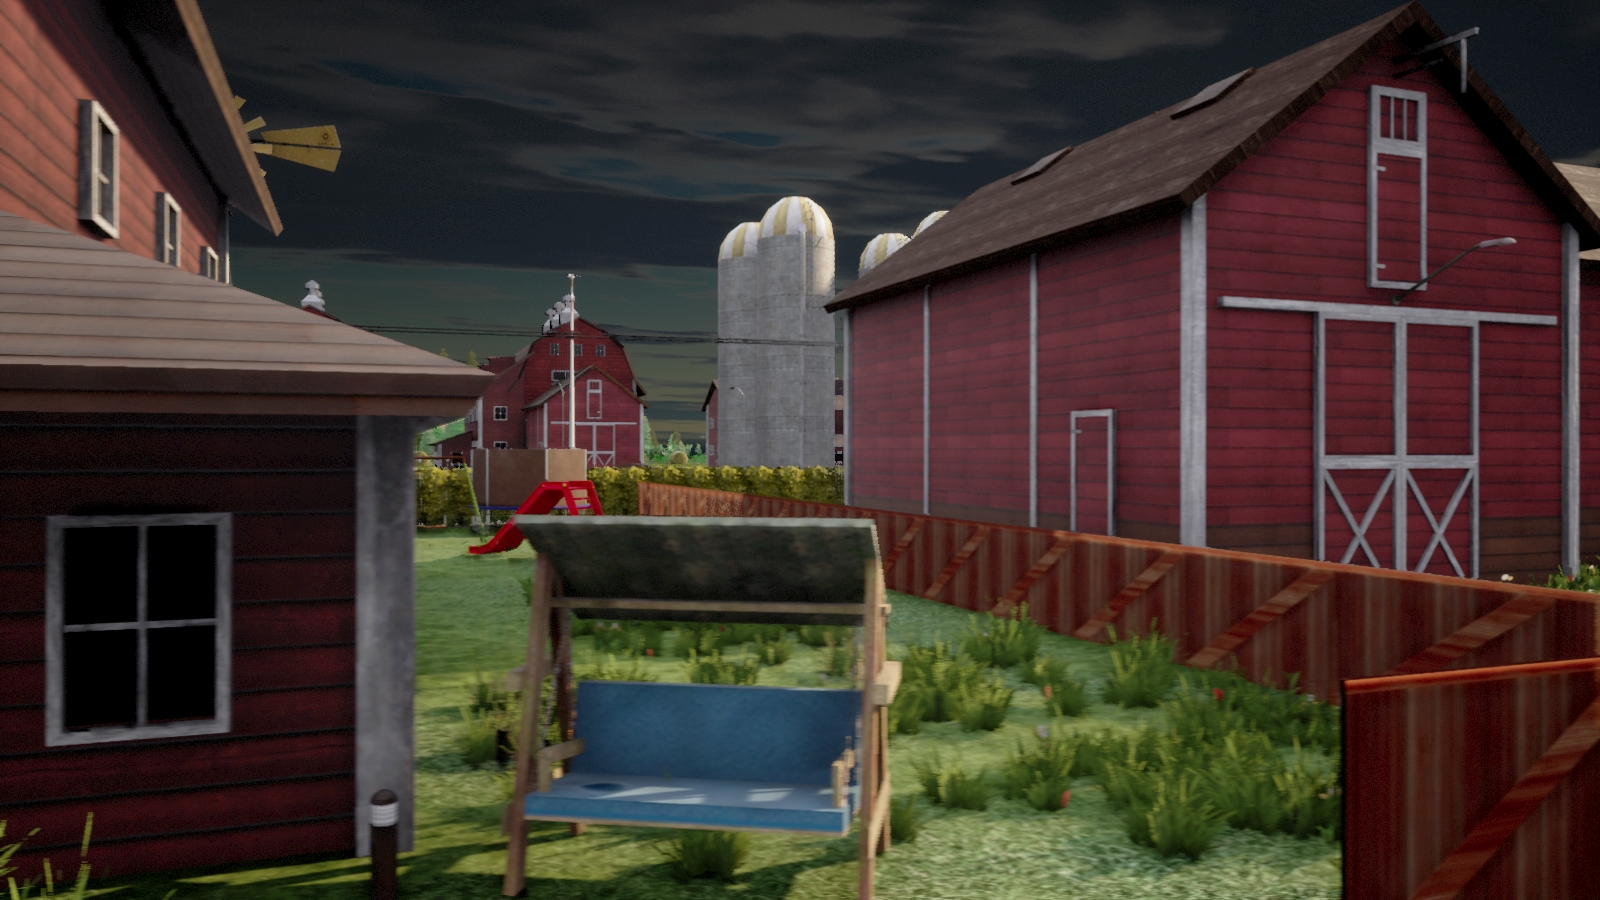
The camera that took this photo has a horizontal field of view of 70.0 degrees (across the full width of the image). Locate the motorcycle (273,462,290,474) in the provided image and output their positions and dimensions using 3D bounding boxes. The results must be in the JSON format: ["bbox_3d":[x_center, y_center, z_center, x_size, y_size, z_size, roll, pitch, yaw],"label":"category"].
[{"bbox_3d":[-60.944,2.132,134.348,1.805,1.316,0.856,0,0,-20],"label":"motorcycle"}]
